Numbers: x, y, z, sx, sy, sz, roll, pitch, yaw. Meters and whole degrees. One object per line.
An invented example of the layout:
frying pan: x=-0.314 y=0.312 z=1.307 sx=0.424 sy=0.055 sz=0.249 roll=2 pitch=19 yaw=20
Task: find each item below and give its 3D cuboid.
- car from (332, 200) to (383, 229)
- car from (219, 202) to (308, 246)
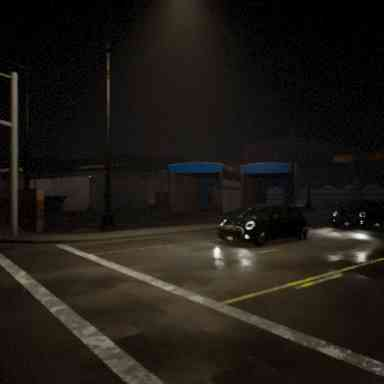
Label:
car: x=10.932 y=1.352 z=21.736 sx=2.097 sy=1.767 sz=4.553 roll=0 pitch=0 yaw=44
car: x=3.376 y=1.371 z=15.469 sx=4.553 sy=1.767 sz=2.097 roll=0 pitch=0 yaw=-38
